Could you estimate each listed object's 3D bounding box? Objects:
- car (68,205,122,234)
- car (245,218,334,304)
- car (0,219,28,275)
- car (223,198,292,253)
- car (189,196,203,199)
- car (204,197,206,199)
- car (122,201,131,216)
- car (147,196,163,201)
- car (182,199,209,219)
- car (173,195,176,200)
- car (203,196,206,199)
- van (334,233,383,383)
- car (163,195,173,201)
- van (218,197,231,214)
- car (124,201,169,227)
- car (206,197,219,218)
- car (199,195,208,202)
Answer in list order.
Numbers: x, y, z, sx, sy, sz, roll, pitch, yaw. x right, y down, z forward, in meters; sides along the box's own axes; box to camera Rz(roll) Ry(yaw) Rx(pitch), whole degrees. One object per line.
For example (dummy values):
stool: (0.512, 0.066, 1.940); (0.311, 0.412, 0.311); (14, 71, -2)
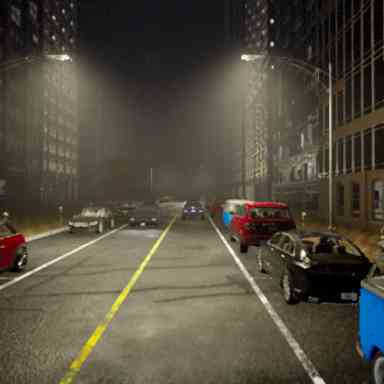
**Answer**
car: (-5.683, 1.559, 19.161); (2.008, 1.369, 4.403); (1, 0, 0)
car: (2.698, 1.555, 7.903); (2.008, 1.369, 4.403); (1, 0, 0)
car: (-5.681, 1.444, 7.875); (1.967, 1.590, 4.097); (1, 0, 0)
car: (2.700, 1.322, 13.545); (2.192, 1.841, 5.009); (1, 0, 0)
car: (0.099, 1.564, 45.978); (2.033, 1.411, 5.357); (0, 0, 0)
car: (2.697, 1.598, 41.752); (1.802, 1.307, 4.206); (1, 0, 0)
car: (-5.683, 1.563, 30.446); (2.008, 1.369, 4.403); (1, 0, 0)
car: (-5.683, 1.568, 47.374); (2.008, 1.369, 4.403); (1, 0, 0)
car: (0.101, 1.559, 28.838); (2.033, 1.411, 5.357); (0, 0, 0)
car: (-5.683, 1.541, 92.347); (1.752, 1.417, 4.829); (1, 0, 0)
car: (2.698, 1.542, 47.563); (1.752, 1.417, 4.829); (1, 0, 0)
van: (2.700, 1.343, 2.262); (1.690, 1.788, 3.998); (1, 0, 0)
car: (-5.683, 1.563, 69.945); (1.887, 1.381, 4.507); (1, 0, 0)
van: (2.700, 1.350, 19.187); (1.690, 1.788, 3.998); (1, 0, 0)
car: (-3.000, 1.588, 22.966); (2.033, 1.411, 5.357); (0, 0, 0)
car: (2.700, 1.327, 30.469); (2.192, 1.841, 5.009); (1, 0, 0)
car: (2.697, 1.568, 81.242); (2.008, 1.369, 4.403); (1, 0, 0)
